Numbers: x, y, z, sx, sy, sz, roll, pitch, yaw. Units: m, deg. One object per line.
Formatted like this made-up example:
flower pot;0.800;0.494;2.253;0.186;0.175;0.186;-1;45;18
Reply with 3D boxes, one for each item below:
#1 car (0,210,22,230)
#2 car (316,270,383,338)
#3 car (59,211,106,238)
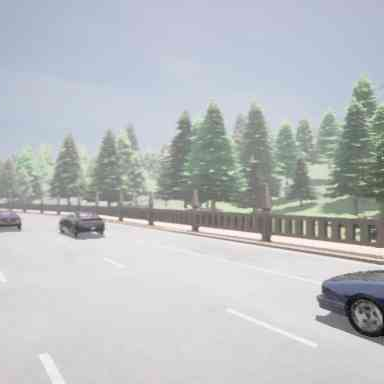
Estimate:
car;-14.302;2.108;25.463;2.033;1.411;5.357;1;-2;-35
car;4.533;1.668;4.609;2.033;1.411;5.357;1;-2;-35
car;-7.112;1.971;21.287;2.128;1.511;4.902;1;-2;-35
